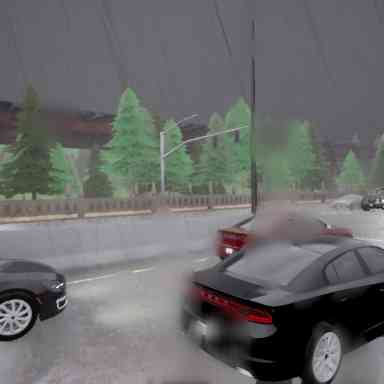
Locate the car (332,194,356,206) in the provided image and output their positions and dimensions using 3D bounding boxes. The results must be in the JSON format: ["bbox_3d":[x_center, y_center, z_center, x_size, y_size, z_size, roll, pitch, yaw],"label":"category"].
[{"bbox_3d":[15.514,0.979,32.353,4.674,1.442,1.812,-1,1,-36],"label":"car"}]

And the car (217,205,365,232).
[{"bbox_3d":[2.999,1.358,10.238,5.008,1.535,1.882,-1,1,-35],"label":"car"}]

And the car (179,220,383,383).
[{"bbox_3d":[2.157,1.421,5.351,5.008,1.535,1.882,-1,1,-35],"label":"car"}]

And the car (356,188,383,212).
[{"bbox_3d":[17.093,0.685,29.179,5.566,2.045,2.150,-1,1,-36],"label":"car"}]

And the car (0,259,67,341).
[{"bbox_3d":[-4.423,1.504,4.895,4.892,1.490,1.837,0,0,-35],"label":"car"}]

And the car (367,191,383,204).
[{"bbox_3d":[24.989,0.692,43.450,4.892,1.490,1.837,-1,1,-36],"label":"car"}]
